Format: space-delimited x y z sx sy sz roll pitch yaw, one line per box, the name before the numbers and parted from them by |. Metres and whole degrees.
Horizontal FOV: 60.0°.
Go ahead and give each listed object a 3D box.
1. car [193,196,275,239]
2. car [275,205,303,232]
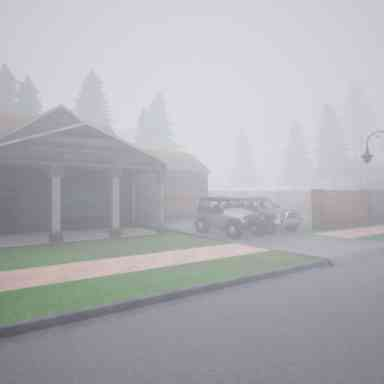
car | 1.739 1.170 16.142 1.905 1.878 3.866 0 0 -36
car | 3.549 1.167 17.931 1.932 1.855 4.605 0 0 -36
